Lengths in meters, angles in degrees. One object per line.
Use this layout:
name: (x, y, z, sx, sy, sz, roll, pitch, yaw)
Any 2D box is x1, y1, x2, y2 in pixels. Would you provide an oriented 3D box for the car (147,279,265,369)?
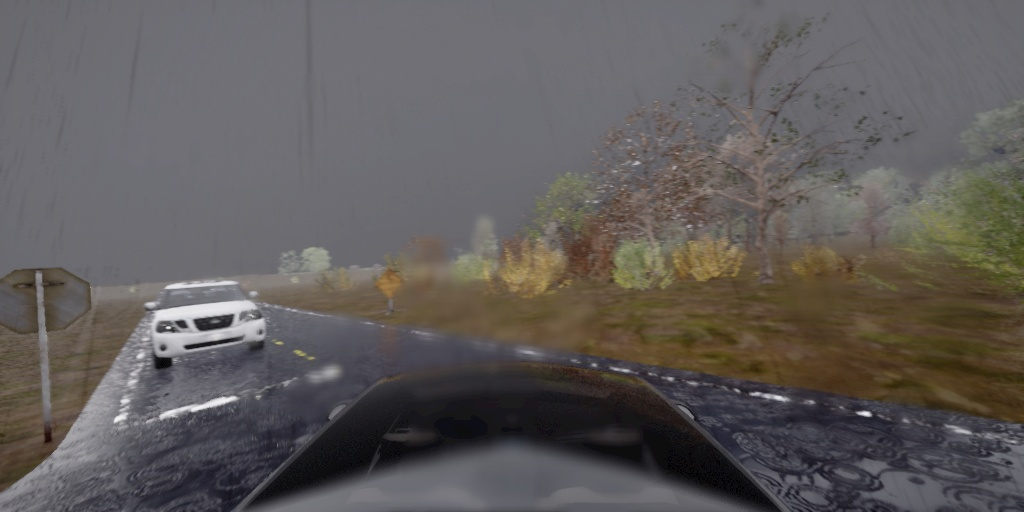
car: (-9.043, 1.756, 10.581, 2.150, 2.045, 5.566, -4, -1, -44)

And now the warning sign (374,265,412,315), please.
warning sign: (-4.913, 1.395, 14.628, 1.300, 1.860, 1.060, 0, 0, -44)
